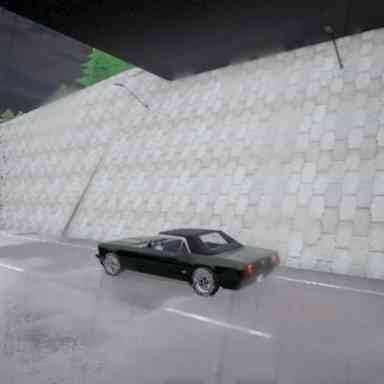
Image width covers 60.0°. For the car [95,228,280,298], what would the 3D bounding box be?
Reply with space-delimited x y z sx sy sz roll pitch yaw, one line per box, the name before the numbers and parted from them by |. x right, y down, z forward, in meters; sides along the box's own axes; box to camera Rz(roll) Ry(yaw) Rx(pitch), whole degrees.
car | -0.336 1.589 8.530 4.718 1.301 1.895 0 0 35
